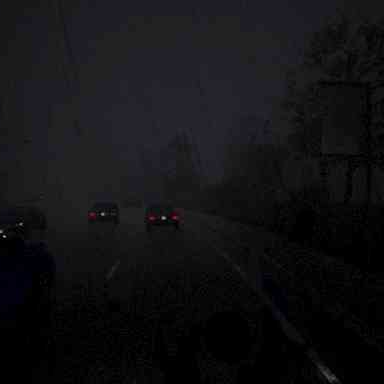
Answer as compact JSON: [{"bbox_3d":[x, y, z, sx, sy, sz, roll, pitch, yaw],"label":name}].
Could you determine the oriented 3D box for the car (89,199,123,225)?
[{"bbox_3d":[-5.920,1.387,22.625,2.033,1.411,5.357,0,0,-12],"label":"car"}]

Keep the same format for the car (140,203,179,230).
[{"bbox_3d":[-1.911,1.403,20.030,2.033,1.411,5.357,0,0,-10],"label":"car"}]

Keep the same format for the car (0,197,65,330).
[{"bbox_3d":[-3.604,1.197,3.974,2.150,2.045,5.566,0,0,-2],"label":"car"}]

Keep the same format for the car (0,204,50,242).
[{"bbox_3d":[-8.631,1.412,16.617,1.812,1.442,4.674,0,0,-10],"label":"car"}]

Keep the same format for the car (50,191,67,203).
[{"bbox_3d":[-22.849,0.806,56.694,2.150,2.045,5.566,0,0,-29],"label":"car"}]

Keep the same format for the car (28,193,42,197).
[{"bbox_3d":[-25.953,0.943,54.991,2.097,1.767,4.553,0,0,-30],"label":"car"}]

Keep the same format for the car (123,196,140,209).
[{"bbox_3d":[-7.523,1.203,40.620,2.128,1.511,4.902,0,1,-20],"label":"car"}]
